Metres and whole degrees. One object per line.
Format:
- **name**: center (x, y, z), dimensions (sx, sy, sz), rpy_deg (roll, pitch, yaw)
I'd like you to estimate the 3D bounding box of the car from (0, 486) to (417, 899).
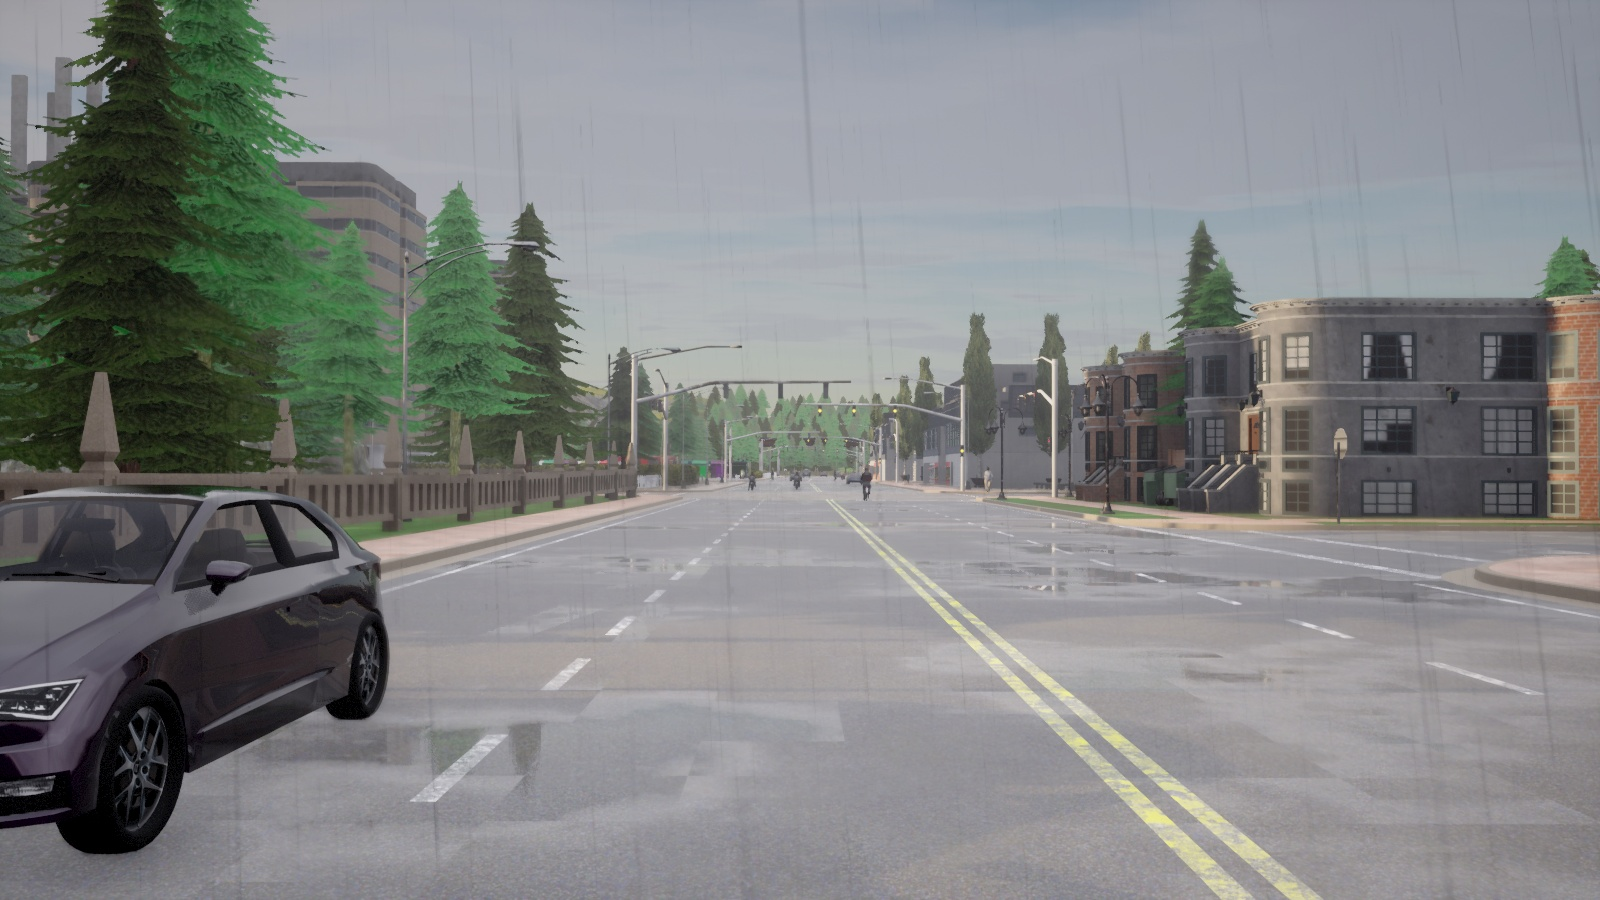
- **car**: center (-3.515, 0.951, 6.460), dimensions (1.816, 1.474, 4.193), rpy_deg (0, -1, 0)
